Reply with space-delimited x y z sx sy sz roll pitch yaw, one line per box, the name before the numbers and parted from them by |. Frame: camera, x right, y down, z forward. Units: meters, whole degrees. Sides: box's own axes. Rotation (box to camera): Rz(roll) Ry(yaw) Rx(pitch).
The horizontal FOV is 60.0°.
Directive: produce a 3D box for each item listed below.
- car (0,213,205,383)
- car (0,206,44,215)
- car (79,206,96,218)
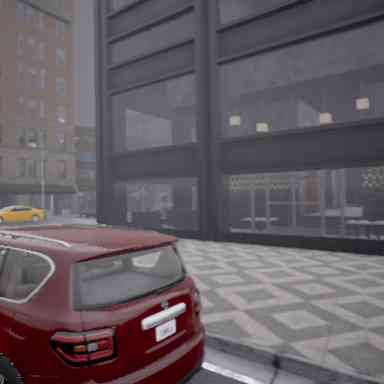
car | -2.181 1.366 4.415 5.009 1.841 2.192 -1 -1 35
car | -15.682 1.992 29.330 1.882 1.535 5.008 -2 -1 36
car | -9.912 2.144 37.316 2.033 1.411 5.357 -2 -1 35
